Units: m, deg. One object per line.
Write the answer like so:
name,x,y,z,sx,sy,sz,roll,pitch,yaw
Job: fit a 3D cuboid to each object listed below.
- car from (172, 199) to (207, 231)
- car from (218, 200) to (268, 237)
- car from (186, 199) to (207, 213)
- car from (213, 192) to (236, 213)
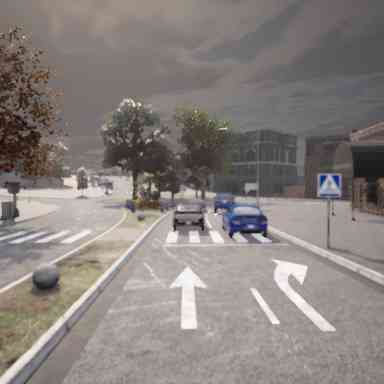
car,-0.180,1.446,20.377,2.128,1.511,4.902,0,0,0
car,2.694,1.436,17.823,1.882,1.535,5.008,0,0,-1
car,0.550,1.420,35.050,1.895,1.301,4.718,0,1,6
car,3.406,1.044,34.744,2.150,2.045,5.566,0,1,6
